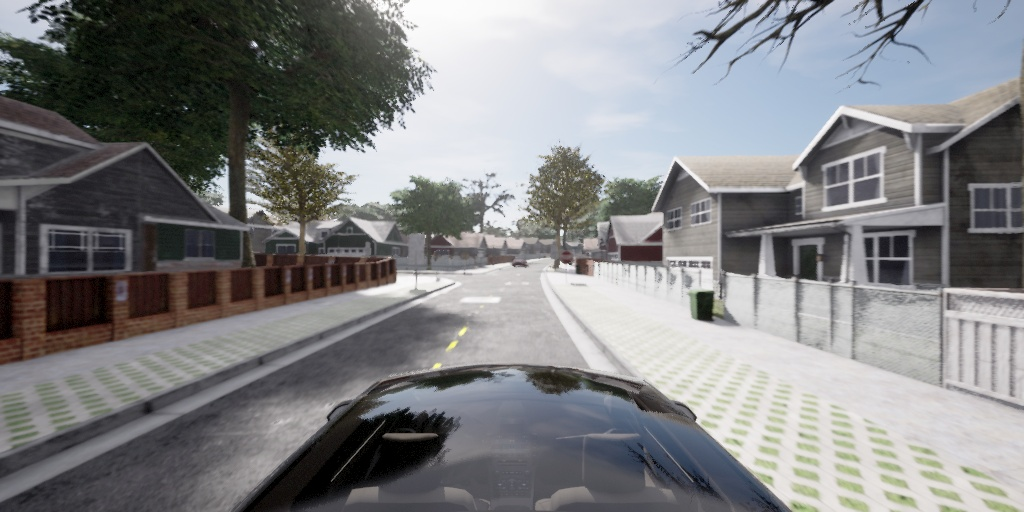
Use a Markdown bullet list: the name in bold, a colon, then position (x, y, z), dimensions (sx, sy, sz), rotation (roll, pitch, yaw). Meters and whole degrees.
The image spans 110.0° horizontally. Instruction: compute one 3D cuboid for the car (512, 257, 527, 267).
- **car**: position (1.277, 0.905, 58.842), dimensions (2.097, 1.767, 4.553), rotation (0, 0, 8)
